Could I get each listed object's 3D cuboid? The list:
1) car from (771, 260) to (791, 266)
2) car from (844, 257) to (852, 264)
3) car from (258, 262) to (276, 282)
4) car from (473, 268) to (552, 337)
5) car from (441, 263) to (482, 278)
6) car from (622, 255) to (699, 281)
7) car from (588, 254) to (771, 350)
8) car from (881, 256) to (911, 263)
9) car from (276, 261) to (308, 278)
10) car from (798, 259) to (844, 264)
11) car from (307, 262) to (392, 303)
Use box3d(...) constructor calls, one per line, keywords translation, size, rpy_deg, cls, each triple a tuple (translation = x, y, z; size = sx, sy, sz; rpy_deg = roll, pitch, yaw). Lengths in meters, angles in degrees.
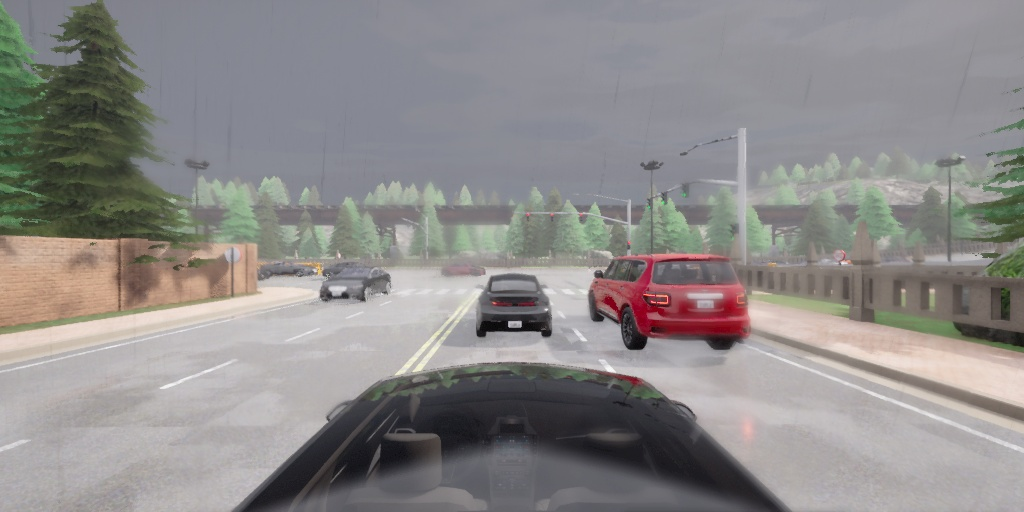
box3d(translation=(23.479, 1.275, 33.861), size=(4.674, 1.442, 1.812), rpy_deg=(0, 0, 0), cls="car")
box3d(translation=(39.210, 1.183, 44.638), size=(4.674, 1.442, 1.812), rpy_deg=(-1, 0, 0), cls="car")
box3d(translation=(-20.572, 1.313, 26.777), size=(4.181, 1.385, 1.994), rpy_deg=(0, 0, 0), cls="car")
box3d(translation=(0.019, 1.255, 10.296), size=(1.837, 1.490, 4.892), rpy_deg=(0, 0, -1), cls="car")
box3d(translation=(-4.562, 1.314, 33.809), size=(4.181, 1.385, 1.994), rpy_deg=(0, 0, 0), cls="car")
box3d(translation=(12.453, 0.973, 30.341), size=(5.566, 2.045, 2.150), rpy_deg=(0, 0, 0), cls="car")
box3d(translation=(3.516, 0.971, 9.196), size=(2.150, 2.045, 5.566), rpy_deg=(0, 0, 0), cls="car")
box3d(translation=(42.803, 0.891, 41.153), size=(4.553, 1.767, 2.097), rpy_deg=(-2, 0, 0), cls="car")
box3d(translation=(-20.997, 1.242, 33.775), size=(4.902, 1.511, 2.128), rpy_deg=(0, 0, 0), cls="car")
box3d(translation=(34.171, 1.287, 41.111), size=(5.357, 1.411, 2.033), rpy_deg=(0, 0, 0), cls="car")
box3d(translation=(-7.101, 1.241, 16.822), size=(2.128, 1.511, 4.902), rpy_deg=(0, 0, -2), cls="car")
